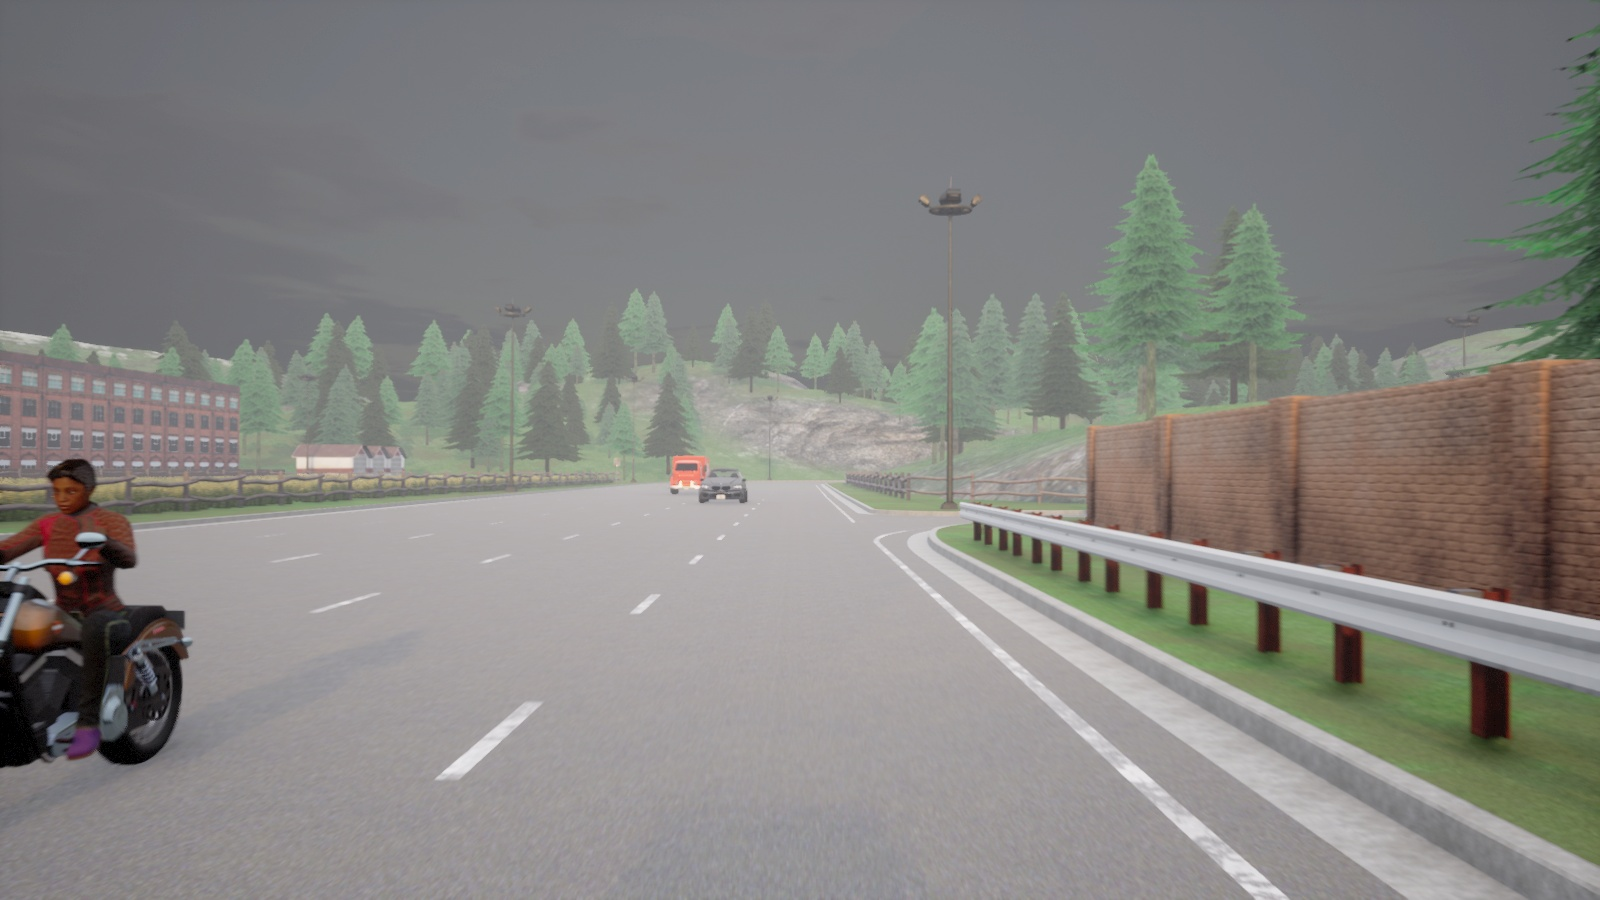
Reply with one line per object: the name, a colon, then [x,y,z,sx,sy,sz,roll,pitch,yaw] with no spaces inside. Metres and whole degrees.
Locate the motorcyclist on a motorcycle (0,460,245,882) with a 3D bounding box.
motorcyclist on a motorcycle: [-3.515,0.877,5.908,0.766,1.649,2.350,0,-1,0]

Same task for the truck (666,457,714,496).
truck: [-7.158,1.721,82.146,2.627,2.467,5.204,0,-1,0]

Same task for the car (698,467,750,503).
car: [-3.648,1.682,60.703,2.242,1.667,4.611,0,-1,0]
